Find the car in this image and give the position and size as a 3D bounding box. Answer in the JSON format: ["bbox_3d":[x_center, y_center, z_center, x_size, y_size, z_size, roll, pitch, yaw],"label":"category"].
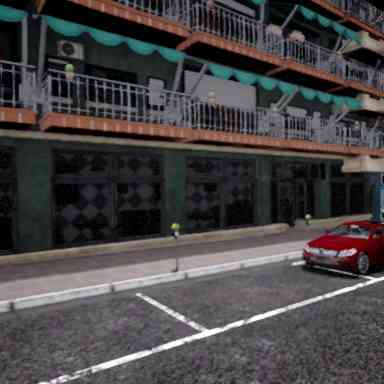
[{"bbox_3d":[5.217,1.568,10.286,4.206,1.307,1.802,0,-1,-35],"label":"car"}]
